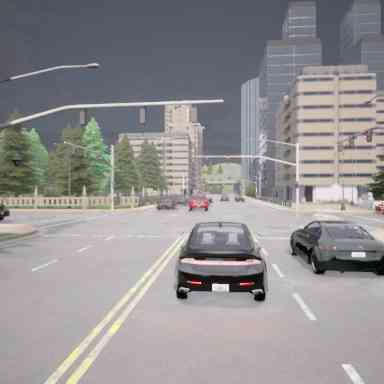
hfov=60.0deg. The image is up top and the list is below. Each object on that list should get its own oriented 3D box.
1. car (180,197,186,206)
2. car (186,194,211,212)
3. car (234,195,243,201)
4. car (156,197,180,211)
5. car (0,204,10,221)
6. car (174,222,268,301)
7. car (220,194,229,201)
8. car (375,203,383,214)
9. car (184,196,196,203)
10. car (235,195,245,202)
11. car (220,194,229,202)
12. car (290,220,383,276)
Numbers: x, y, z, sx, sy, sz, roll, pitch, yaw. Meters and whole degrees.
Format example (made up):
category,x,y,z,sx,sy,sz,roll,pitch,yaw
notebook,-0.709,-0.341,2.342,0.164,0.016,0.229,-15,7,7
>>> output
category,x,y,z,sx,sy,sz,roll,pitch,yaw
car,-1.828,1.559,53.328,1.994,1.385,4.181,0,0,6
car,0.723,1.219,39.231,2.150,2.045,5.566,0,0,0
car,11.896,1.530,85.447,2.033,1.411,5.357,0,0,5
car,-3.043,1.561,40.775,1.994,1.385,4.181,0,0,6
car,-16.619,1.220,24.784,5.566,2.045,2.150,0,0,7
car,0.710,1.491,8.339,2.128,1.511,4.902,0,0,5
car,8.409,1.346,85.751,2.097,1.767,4.553,0,0,5
car,20.224,1.350,32.016,4.553,1.767,2.097,0,0,6
car,-0.393,1.556,67.504,1.994,1.385,4.181,0,0,6
car,11.002,1.584,76.141,1.895,1.301,4.718,0,0,5
car,7.612,1.543,77.449,1.994,1.385,4.181,0,0,5
car,4.404,1.563,10.446,1.994,1.385,4.181,0,0,5
